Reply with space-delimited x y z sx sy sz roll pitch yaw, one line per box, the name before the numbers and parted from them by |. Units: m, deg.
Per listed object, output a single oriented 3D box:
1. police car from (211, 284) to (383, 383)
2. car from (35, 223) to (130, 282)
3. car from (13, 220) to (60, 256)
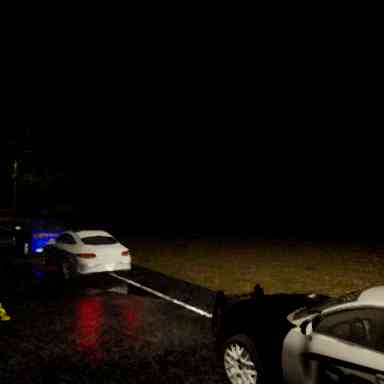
police car | 2.218 1.652 3.414 1.930 1.638 5.238 3 -3 -37
car | -3.710 1.994 11.324 1.812 1.442 4.674 3 -3 -37
car | -7.304 2.090 16.128 1.882 1.535 5.008 3 -3 -37
